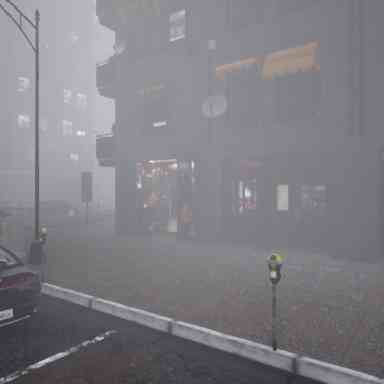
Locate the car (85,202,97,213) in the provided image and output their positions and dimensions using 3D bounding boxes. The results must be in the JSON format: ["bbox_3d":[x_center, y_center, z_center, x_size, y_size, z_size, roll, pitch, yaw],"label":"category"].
[{"bbox_3d":[-10.996,1.250,30.509,1.752,1.417,4.829,1,1,35],"label":"car"}]

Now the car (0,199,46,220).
[{"bbox_3d":[-14.082,1.350,26.081,2.008,1.369,4.403,1,1,35],"label":"car"}]

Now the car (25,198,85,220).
[{"bbox_3d":[-11.116,1.283,25.826,1.837,1.490,4.892,0,1,35],"label":"car"}]

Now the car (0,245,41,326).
[{"bbox_3d":[-4.503,1.551,6.078,4.403,1.369,2.008,0,0,35],"label":"car"}]

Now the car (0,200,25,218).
[{"bbox_3d":[-12.380,1.409,18.742,1.812,1.442,4.674,1,2,42],"label":"car"}]
